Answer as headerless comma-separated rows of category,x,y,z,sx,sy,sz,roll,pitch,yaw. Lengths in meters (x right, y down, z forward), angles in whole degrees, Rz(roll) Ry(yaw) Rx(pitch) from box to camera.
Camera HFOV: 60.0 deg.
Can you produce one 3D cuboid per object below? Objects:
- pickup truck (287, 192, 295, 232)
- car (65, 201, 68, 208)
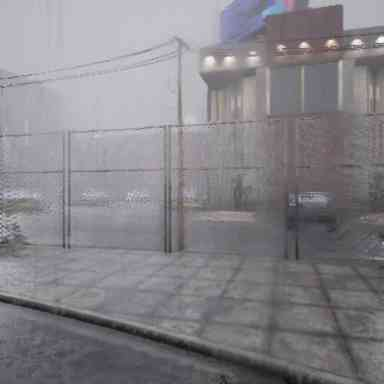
pickup truck,6.586,1.027,19.104,2.390,2.098,6.274,0,0,15
car,-15.242,1.497,44.484,4.718,1.301,1.895,0,0,15
